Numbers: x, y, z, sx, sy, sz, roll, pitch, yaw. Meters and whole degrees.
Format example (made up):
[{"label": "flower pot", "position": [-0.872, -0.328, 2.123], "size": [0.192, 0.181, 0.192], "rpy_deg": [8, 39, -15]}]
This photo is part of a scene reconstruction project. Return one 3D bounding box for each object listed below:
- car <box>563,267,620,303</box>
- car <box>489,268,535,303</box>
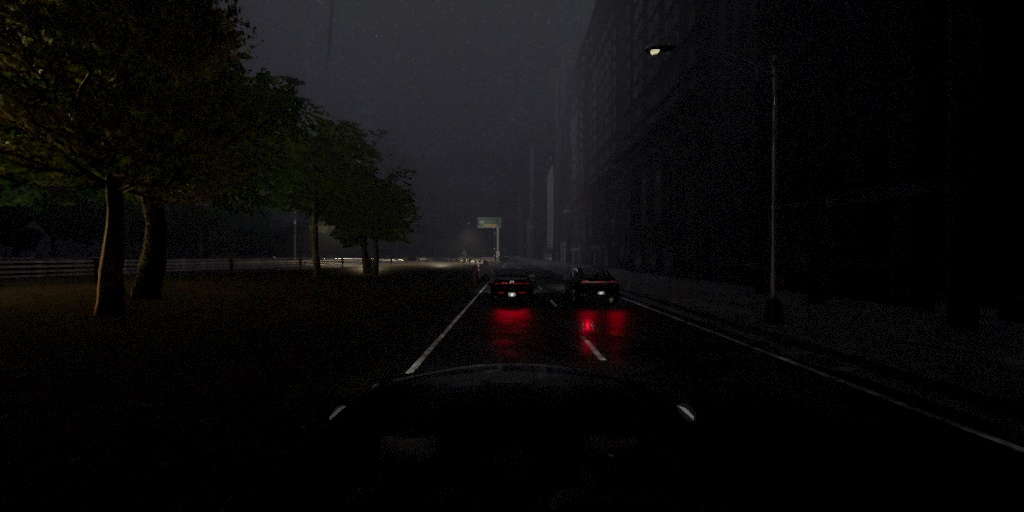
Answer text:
[{"label": "car", "position": [3.500, 1.242, 16.500], "size": [2.128, 1.511, 4.902], "rpy_deg": [0, 0, 0]}, {"label": "car", "position": [0.001, 1.263, 16.501], "size": [1.837, 1.490, 4.892], "rpy_deg": [0, 0, 0]}]
